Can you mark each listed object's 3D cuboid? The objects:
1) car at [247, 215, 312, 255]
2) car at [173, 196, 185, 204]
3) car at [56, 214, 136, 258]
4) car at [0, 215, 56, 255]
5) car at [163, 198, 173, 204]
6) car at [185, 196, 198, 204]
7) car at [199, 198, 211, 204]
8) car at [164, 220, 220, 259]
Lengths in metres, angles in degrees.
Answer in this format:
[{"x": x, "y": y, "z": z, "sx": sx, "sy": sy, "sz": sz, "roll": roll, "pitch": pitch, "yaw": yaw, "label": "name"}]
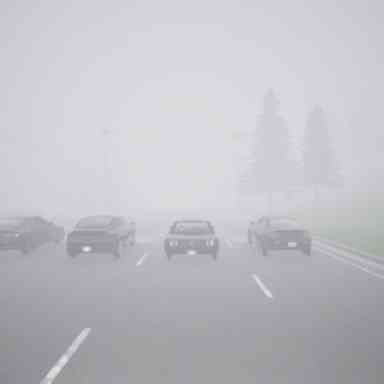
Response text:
[{"x": 3.512, "y": 1.676, "z": 13.885, "sx": 1.812, "sy": 1.442, "sz": 4.674, "roll": 0, "pitch": 0, "yaw": 0, "label": "car"}, {"x": -3.528, "y": 2.579, "z": 91.886, "sx": 1.895, "sy": 1.301, "sz": 4.718, "roll": 0, "pitch": -1, "yaw": 2, "label": "car"}, {"x": -3.491, "y": 1.653, "z": 13.492, "sx": 1.837, "sy": 1.490, "sz": 4.892, "roll": 0, "pitch": 0, "yaw": 0, "label": "car"}, {"x": -6.988, "y": 1.676, "z": 13.878, "sx": 1.812, "sy": 1.442, "sz": 4.674, "roll": 0, "pitch": 0, "yaw": 0, "label": "car"}, {"x": -7.023, "y": 2.486, "z": 92.179, "sx": 1.837, "sy": 1.490, "sz": 4.892, "roll": 0, "pitch": -1, "yaw": 2, "label": "car"}, {"x": -0.040, "y": 2.500, "z": 91.102, "sx": 2.128, "sy": 1.511, "sz": 4.902, "roll": 0, "pitch": -1, "yaw": 2, "label": "car"}, {"x": 3.459, "y": 2.452, "z": 91.104, "sx": 1.882, "sy": 1.535, "sz": 5.008, "roll": 0, "pitch": -1, "yaw": 2, "label": "car"}, {"x": 0.005, "y": 1.745, "z": 13.242, "sx": 1.895, "sy": 1.301, "sz": 4.718, "roll": 0, "pitch": -1, "yaw": 0, "label": "car"}]
